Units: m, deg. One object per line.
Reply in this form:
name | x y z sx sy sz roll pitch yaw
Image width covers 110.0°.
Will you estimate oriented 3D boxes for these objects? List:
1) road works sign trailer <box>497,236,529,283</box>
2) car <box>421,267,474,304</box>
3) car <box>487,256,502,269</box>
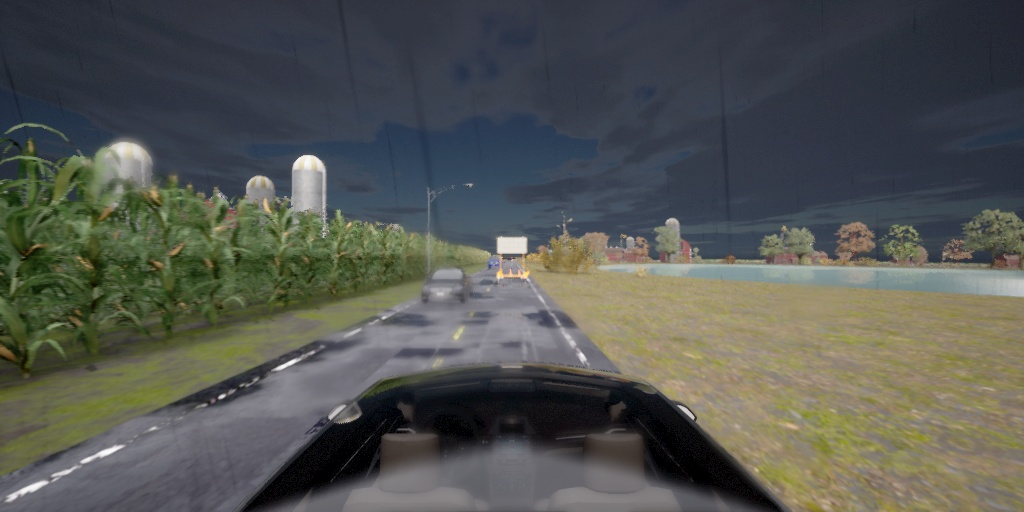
road works sign trailer | 0.003 0.221 27.783 2.380 3.560 2.880 0 0 0
car | -2.846 1.274 16.619 1.812 1.442 4.674 0 0 0
car | -2.782 1.031 58.788 2.150 2.045 5.566 0 0 1
